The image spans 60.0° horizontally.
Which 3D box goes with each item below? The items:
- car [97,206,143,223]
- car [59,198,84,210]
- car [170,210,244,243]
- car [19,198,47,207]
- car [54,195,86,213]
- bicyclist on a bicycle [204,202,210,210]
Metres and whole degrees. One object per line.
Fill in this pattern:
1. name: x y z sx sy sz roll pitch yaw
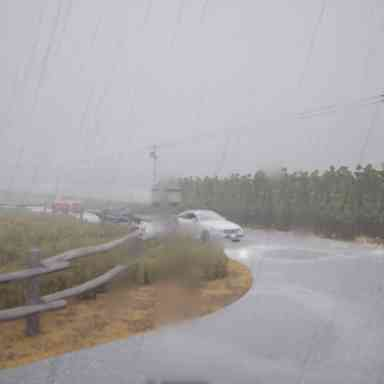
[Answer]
1. car: -5.462 1.709 25.054 1.895 1.301 4.718 1 0 -35
2. car: -17.270 1.637 47.541 2.128 1.511 4.902 1 0 -36
3. car: 0.554 1.631 16.380 1.812 1.442 4.674 1 -1 -32
4. car: -25.799 1.675 53.897 4.181 1.385 1.994 0 0 7
5. car: -13.445 1.333 36.354 2.150 2.045 5.566 1 -1 -35
6. bicyclist on a bicycle: 1.318 1.633 26.986 1.656 1.620 0.582 0 0 -35
